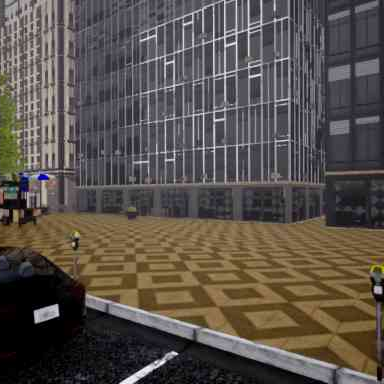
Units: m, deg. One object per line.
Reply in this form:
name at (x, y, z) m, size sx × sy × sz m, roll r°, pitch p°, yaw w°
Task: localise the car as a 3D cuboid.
car at (-3.519, 1.566, 5.398) m, size 4.313 × 1.339 × 1.947 m, roll 0°, pitch 0°, yaw 36°
